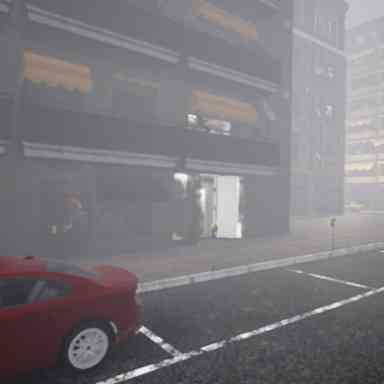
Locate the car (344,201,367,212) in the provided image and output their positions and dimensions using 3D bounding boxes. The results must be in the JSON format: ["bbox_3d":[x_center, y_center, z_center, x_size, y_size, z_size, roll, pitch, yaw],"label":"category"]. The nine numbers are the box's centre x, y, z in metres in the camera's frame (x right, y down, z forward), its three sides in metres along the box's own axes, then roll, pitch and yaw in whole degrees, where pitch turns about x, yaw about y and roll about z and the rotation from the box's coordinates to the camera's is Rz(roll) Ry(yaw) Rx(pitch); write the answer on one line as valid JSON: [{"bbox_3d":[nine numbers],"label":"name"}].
[{"bbox_3d":[20.635,1.895,44.264,1.752,1.417,4.829,2,-1,-35],"label":"car"}]

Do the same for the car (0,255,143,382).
[{"bbox_3d":[-2.813,1.545,4.074,4.507,1.381,1.887,0,1,-35],"label":"car"}]
